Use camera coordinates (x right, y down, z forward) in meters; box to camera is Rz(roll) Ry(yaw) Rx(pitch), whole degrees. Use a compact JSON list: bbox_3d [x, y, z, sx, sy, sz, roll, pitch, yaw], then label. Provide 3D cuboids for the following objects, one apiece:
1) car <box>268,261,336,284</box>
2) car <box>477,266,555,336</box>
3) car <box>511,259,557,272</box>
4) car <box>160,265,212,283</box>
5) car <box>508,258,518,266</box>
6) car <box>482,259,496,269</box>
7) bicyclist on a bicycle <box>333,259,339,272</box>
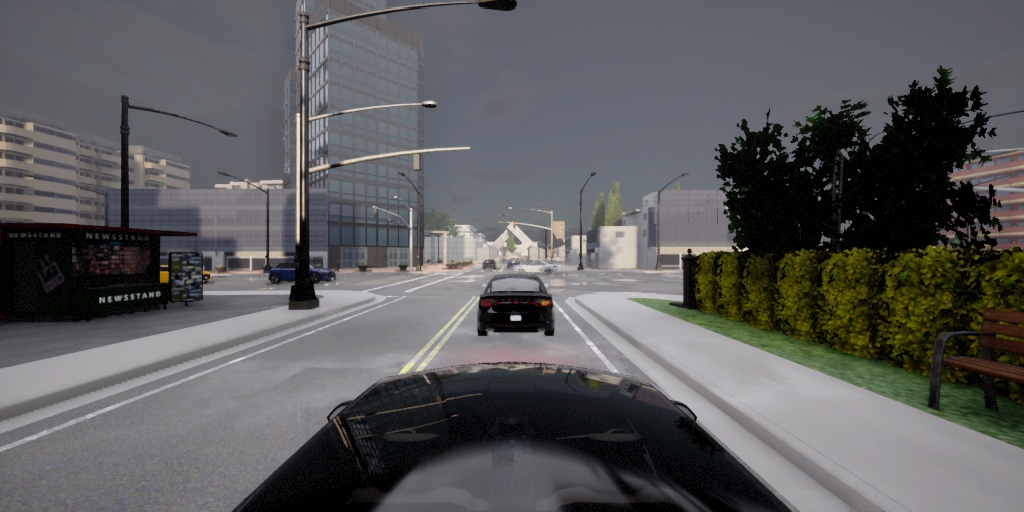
[{"bbox_3d":[-16.286,1.209,28.038,4.553,1.767,2.097,-1,0,0],"label":"car"},{"bbox_3d":[0.110,1.228,10.434,1.882,1.535,5.008,0,0,1],"label":"car"},{"bbox_3d":[2.539,1.283,38.809,4.674,1.442,1.812,0,0,0],"label":"car"},{"bbox_3d":[-26.398,1.454,28.001,5.008,1.535,1.882,-1,0,0],"label":"car"},{"bbox_3d":[0.323,1.102,61.825,2.097,1.767,4.553,0,0,0],"label":"car"},{"bbox_3d":[-3.380,1.227,54.216,1.882,1.535,5.008,0,0,0],"label":"car"},{"bbox_3d":[-21.822,1.216,44.493,0.582,1.620,1.656,-1,0,0],"label":"bicyclist on a bicycle"}]
